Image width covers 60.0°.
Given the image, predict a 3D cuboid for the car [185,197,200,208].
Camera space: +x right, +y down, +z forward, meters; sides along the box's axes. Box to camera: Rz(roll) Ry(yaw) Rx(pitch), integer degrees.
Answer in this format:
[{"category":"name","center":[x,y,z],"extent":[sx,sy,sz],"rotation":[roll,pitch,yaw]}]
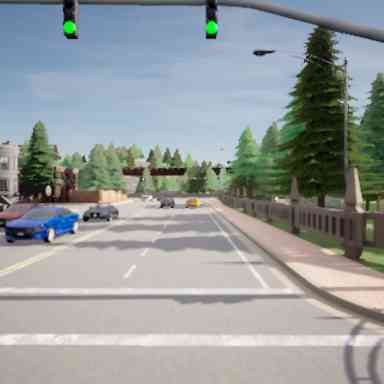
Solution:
[{"category":"car","center":[0.094,1.445,47.927],"extent":[1.882,1.535,5.008],"rotation":[0,0,0]}]

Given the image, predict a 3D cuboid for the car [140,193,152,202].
[{"category":"car","center":[-10.511,1.162,76.846],"extent":[2.150,2.045,5.566],"rotation":[0,0,0]}]

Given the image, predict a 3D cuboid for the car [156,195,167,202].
[{"category":"car","center":[-7.011,1.490,76.876],"extent":[1.994,1.385,4.181],"rotation":[0,0,0]}]

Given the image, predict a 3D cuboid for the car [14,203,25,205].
[{"category":"car","center":[-10.589,1.463,20.982],"extent":[1.882,1.535,5.008],"rotation":[0,0,0]}]

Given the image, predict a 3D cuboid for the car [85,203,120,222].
[{"category":"car","center":[-7.070,1.546,26.250],"extent":[1.994,1.385,4.181],"rotation":[0,0,0]}]

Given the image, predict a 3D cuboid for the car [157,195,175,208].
[{"category":"car","center":[-3.407,1.460,47.167],"extent":[2.128,1.511,4.902],"rotation":[0,0,0]}]

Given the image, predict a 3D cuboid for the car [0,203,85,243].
[{"category":"car","center":[-7.096,1.467,16.262],"extent":[1.882,1.535,5.008],"rotation":[0,0,0]}]
